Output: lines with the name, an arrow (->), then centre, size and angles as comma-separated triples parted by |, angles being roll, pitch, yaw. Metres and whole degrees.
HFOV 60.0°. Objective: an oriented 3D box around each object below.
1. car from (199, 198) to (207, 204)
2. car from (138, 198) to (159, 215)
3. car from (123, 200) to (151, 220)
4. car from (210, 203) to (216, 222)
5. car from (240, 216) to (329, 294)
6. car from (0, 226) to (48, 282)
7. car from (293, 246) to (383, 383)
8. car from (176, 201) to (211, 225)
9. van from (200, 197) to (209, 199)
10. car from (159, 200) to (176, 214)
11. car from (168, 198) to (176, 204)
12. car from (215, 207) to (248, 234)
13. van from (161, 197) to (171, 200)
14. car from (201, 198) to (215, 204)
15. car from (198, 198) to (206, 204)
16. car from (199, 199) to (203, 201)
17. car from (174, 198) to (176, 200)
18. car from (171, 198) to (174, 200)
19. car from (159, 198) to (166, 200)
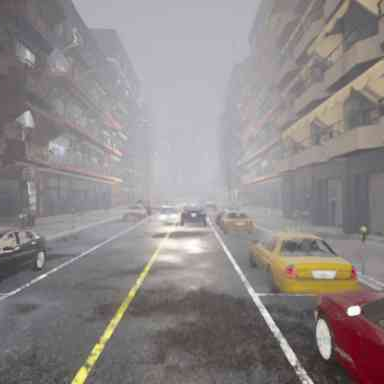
car -> 2.667, 2.285, 82.372 | 1.947, 1.339, 4.313 | 1, -1, 0
car -> -5.269, 1.631, 36.990 | 2.192, 1.841, 5.009 | 1, 0, 0
car -> -5.276, 1.790, 31.147 | 1.752, 1.417, 4.829 | 1, 0, 0
car -> 2.603, 1.800, 25.667 | 1.802, 1.307, 4.206 | 1, 0, 0
car -> 2.585, 1.600, 8.825 | 1.752, 1.417, 4.829 | 1, 0, 0
car -> -5.296, 1.624, 8.635 | 2.008, 1.369, 4.403 | 1, 0, 0
car -> 2.578, 1.571, 2.984 | 1.887, 1.381, 4.507 | 1, 0, 0
car -> 0.130, 1.727, 26.377 | 2.163, 1.488, 4.792 | 0, -1, 0
van -> 2.644, 1.856, 59.692 | 1.690, 1.788, 3.998 | 1, -1, 0
car -> -2.797, 1.952, 41.134 | 1.895, 1.301, 4.718 | 0, 0, 0
car -> -5.173, 2.316, 88.024 | 1.887, 1.381, 4.507 | 1, -1, 0
car -> 2.597, 1.696, 20.166 | 1.752, 1.417, 4.829 | 1, 0, 0
van -> -5.203, 1.855, 59.672 | 1.690, 1.788, 3.998 | 1, -1, 0
car -> 2.629, 1.965, 48.349 | 2.008, 1.369, 4.403 | 1, -1, 0
car -> 2.674, 2.316, 88.043 | 1.887, 1.381, 4.507 | 1, -1, 0
car -> 0.140, 1.960, 42.056 | 1.895, 1.301, 4.718 | 0, -1, 0
car -> -5.186, 2.218, 76.683 | 2.008, 1.369, 4.403 | 1, -1, 0
car -> -5.199, 2.109, 65.341 | 1.887, 1.381, 4.507 | 1, -1, 0
car -> -5.230, 1.996, 48.329 | 1.802, 1.307, 4.206 | 1, 0, 0
